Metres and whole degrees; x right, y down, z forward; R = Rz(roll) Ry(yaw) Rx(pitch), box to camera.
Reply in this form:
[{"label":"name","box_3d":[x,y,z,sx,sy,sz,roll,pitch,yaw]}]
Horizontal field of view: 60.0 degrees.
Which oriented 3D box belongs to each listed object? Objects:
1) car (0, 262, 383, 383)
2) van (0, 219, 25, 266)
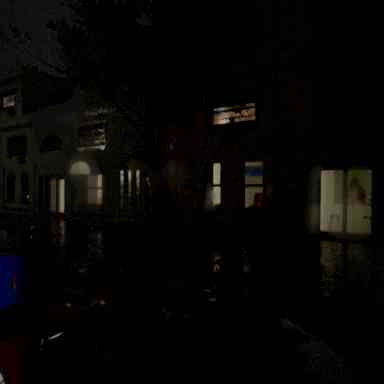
[{"label":"car","box_3d":[-0.313,1.575,3.091,4.206,1.307,1.802,0,1,35]},{"label":"van","box_3d":[-4.838,1.314,6.301,3.998,1.788,1.690,0,1,35]}]
